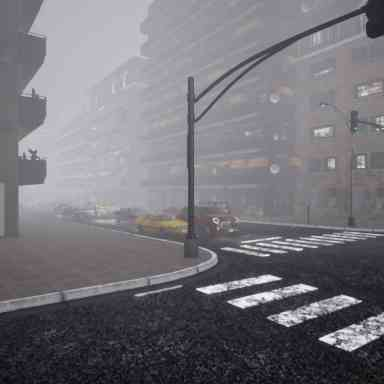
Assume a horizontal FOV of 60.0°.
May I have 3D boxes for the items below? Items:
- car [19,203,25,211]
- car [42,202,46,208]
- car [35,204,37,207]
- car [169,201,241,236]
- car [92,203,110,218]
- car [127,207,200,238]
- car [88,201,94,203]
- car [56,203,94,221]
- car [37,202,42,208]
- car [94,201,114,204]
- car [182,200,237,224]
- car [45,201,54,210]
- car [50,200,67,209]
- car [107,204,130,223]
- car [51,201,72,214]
[{"bbox_3d":[-31.929,2.770,61.288,1.887,1.381,4.507,-1,0,-36],"label":"car"},{"bbox_3d":[-31.877,2.973,75.406,1.947,1.339,4.313,-1,0,-36],"label":"car"},{"bbox_3d":[-38.536,3.168,84.569,1.947,1.339,4.313,-1,0,-36],"label":"car"},{"bbox_3d":[0.885,1.635,20.617,2.097,1.767,4.553,0,-1,-36],"label":"car"},{"bbox_3d":[-11.187,2.255,37.213,1.895,1.301,4.718,0,-1,-36],"label":"car"},{"bbox_3d":[-1.844,1.833,19.930,1.752,1.417,4.829,-1,0,-36],"label":"car"},{"bbox_3d":[-16.451,2.307,54.996,2.097,1.767,4.553,0,-1,-36],"label":"car"},{"bbox_3d":[-11.938,2.163,33.808,1.887,1.381,4.507,-1,0,-36],"label":"car"},{"bbox_3d":[-35.210,3.050,79.986,1.887,1.381,4.507,-1,0,-36],"label":"car"},{"bbox_3d":[-12.431,2.290,49.534,1.801,1.575,5.366,0,-1,-36],"label":"car"},{"bbox_3d":[1.432,1.713,29.608,2.192,1.841,5.009,-1,0,-36],"label":"car"},{"bbox_3d":[-25.268,2.755,61.995,1.895,1.301,4.718,0,-1,-36],"label":"car"},{"bbox_3d":[-28.552,2.623,70.827,2.192,1.841,5.009,-1,0,-36],"label":"car"},{"bbox_3d":[-5.142,2.017,28.891,2.033,1.411,5.357,0,-1,-36],"label":"car"},{"bbox_3d":[-17.743,2.381,46.312,1.812,1.442,4.674,0,-1,-36],"label":"car"}]
